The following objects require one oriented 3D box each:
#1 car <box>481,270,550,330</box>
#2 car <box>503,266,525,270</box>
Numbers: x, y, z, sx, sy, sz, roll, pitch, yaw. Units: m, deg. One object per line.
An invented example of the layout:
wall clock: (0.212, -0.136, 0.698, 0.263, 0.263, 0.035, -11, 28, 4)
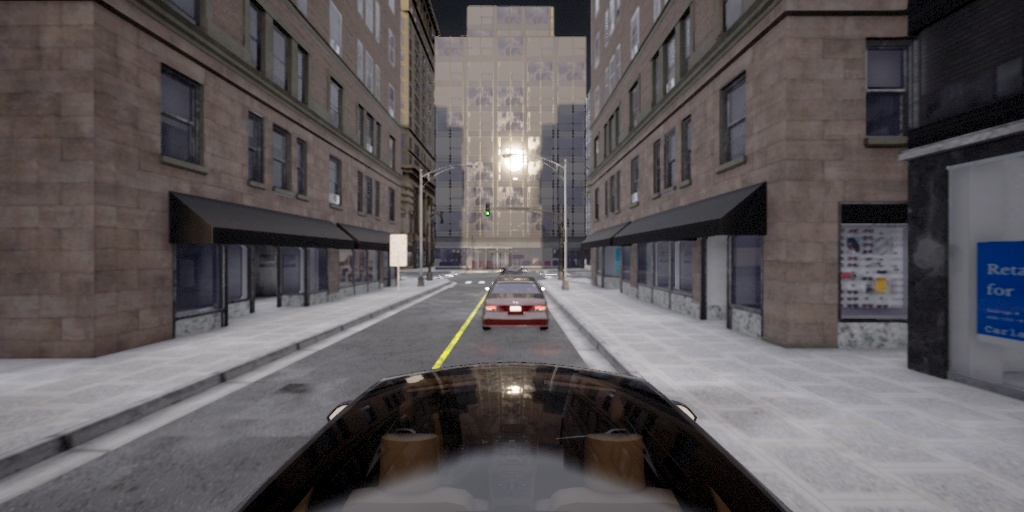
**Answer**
car: (0.099, 1.330, 11.176, 2.033, 1.411, 5.357, 0, 0, 0)
car: (0.069, 1.389, 24.328, 1.994, 1.385, 4.181, 0, 0, -1)
